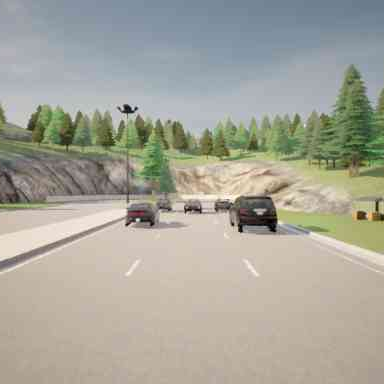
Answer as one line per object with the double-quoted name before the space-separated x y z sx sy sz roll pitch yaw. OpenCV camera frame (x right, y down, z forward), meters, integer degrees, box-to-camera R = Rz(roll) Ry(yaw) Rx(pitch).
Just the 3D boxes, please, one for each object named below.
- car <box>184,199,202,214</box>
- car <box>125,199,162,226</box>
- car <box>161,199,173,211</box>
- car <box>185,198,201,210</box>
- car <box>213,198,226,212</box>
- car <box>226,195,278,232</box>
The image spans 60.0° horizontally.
"car" 0.107 1.601 35.847 1.895 1.301 4.718 0 0 0
"car" -3.395 1.504 23.274 1.837 1.490 4.892 0 0 0
"car" -3.374 1.547 40.164 2.033 1.411 5.357 0 0 0
"car" 0.202 1.564 44.608 1.994 1.385 4.181 0 0 2
"car" 3.620 1.491 39.292 2.128 1.511 4.902 0 0 0
"car" 3.604 1.221 20.273 2.150 2.045 5.566 0 0 0
